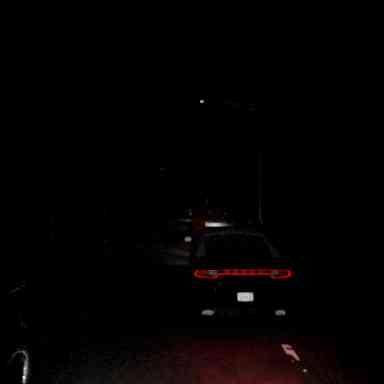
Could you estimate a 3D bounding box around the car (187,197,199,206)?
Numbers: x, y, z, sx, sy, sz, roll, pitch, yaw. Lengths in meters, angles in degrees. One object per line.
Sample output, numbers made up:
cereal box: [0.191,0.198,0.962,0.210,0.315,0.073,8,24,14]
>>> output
car: [0.163,1.717,58.753,2.033,1.411,5.357,0,0,0]

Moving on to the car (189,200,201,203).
car: [0.891,1.598,23.716,1.837,1.490,4.892,0,0,0]

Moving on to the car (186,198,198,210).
car: [0.143,1.650,45.454,1.882,1.535,5.008,0,0,1]

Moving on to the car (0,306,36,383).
car: [-2.742,1.573,2.021,1.994,1.385,4.181,0,0,0]

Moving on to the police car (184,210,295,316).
police car: [0.847,1.456,7.821,1.930,1.638,5.238,0,0,0]

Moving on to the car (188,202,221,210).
car: [0.875,1.547,17.714,1.882,1.535,5.008,0,0,0]
